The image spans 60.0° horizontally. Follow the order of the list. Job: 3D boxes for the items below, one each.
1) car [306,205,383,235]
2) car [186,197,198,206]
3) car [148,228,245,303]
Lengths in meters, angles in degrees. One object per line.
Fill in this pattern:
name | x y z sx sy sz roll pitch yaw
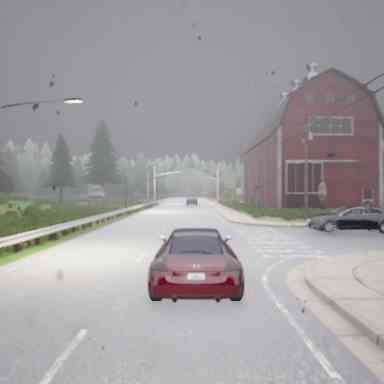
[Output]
car | 8.858 1.504 18.376 4.902 1.511 2.128 0 0 3
car | 0.001 1.519 55.843 1.882 1.535 5.008 0 0 0
car | 0.090 1.570 8.297 1.994 1.385 4.181 0 0 0
